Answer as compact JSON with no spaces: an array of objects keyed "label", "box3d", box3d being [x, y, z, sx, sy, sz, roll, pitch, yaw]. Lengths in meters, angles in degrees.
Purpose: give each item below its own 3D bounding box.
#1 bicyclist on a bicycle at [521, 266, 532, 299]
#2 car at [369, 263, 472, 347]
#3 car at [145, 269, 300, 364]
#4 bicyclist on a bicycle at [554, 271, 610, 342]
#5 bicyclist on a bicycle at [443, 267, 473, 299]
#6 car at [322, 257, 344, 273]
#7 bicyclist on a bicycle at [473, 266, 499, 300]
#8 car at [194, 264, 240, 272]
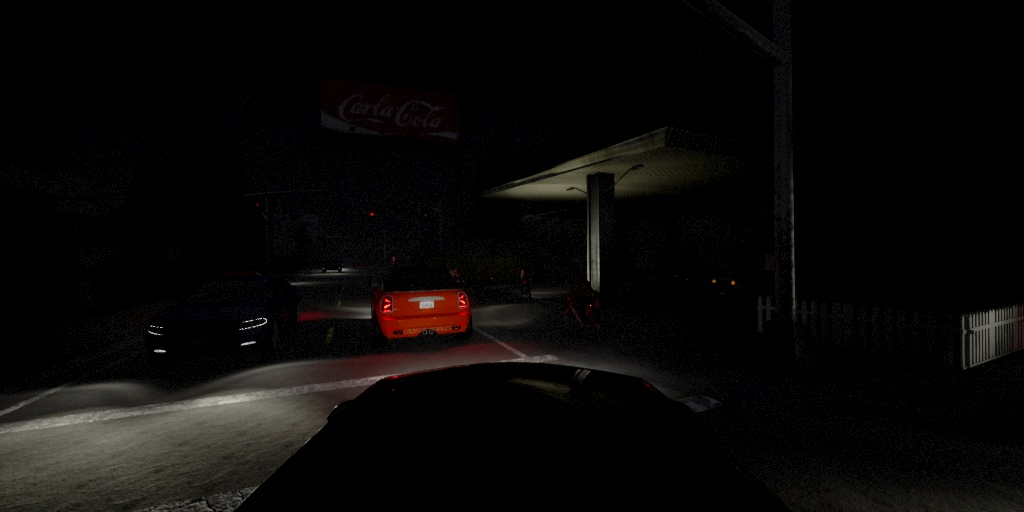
[{"label":"bicyclist on a bicycle","box3d":[0.708,1.322,17.910,0.582,1.620,1.656,-1,0,16]},{"label":"car","box3d":[-2.586,1.048,9.470,2.097,1.767,4.553,0,0,-22]},{"label":"car","box3d":[-6.294,1.204,8.383,1.882,1.535,5.008,0,0,-24]},{"label":"bicyclist on a bicycle","box3d":[1.666,1.196,8.705,0.582,1.620,1.656,3,-2,-43]},{"label":"bicyclist on a bicycle","box3d":[-2.701,1.304,16.397,1.656,1.620,0.582,1,0,37]},{"label":"car","box3d":[-23.929,1.146,47.732,2.150,2.045,5.566,0,0,-25]},{"label":"bicyclist on a bicycle","box3d":[-1.400,1.331,17.785,1.656,1.620,0.582,0,0,-21]},{"label":"car","box3d":[-21.151,1.399,26.788,4.553,1.767,2.097,-1,1,-27]}]
